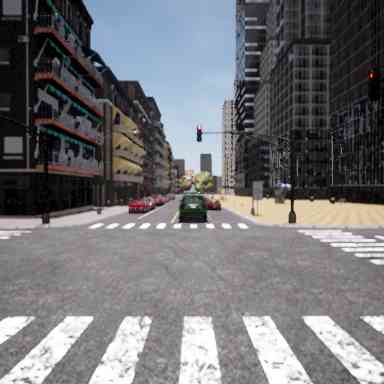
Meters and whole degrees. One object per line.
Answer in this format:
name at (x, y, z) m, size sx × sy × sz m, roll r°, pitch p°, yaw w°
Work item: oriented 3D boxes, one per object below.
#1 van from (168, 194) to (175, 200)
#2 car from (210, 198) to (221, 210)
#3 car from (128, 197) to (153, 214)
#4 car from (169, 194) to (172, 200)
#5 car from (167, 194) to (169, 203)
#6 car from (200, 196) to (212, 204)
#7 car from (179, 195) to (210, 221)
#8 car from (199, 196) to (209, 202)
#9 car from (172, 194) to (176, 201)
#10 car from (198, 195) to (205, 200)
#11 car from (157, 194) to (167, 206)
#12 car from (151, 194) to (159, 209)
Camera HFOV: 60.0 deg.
van at (-5.654, 1.352, 92.166) m, size 1.690 × 1.788 × 3.998 m, roll -1°, pitch 0°, yaw 0°
car at (2.668, 1.541, 41.379) m, size 1.887 × 1.381 × 4.507 m, roll -1°, pitch 0°, yaw 0°
car at (-5.681, 1.541, 35.677) m, size 1.887 × 1.381 × 4.507 m, roll -1°, pitch 0°, yaw 0°
car at (-5.663, 1.585, 69.571) m, size 1.802 × 1.307 × 4.206 m, roll -1°, pitch 0°, yaw 0°
car at (-5.671, 1.440, 58.273) m, size 1.967 × 1.590 × 4.097 m, roll -1°, pitch 0°, yaw 0°
car at (2.681, 1.552, 63.975) m, size 2.008 × 1.369 × 4.403 m, roll -1°, pitch 0°, yaw 0°
car at (0.117, 1.217, 27.103) m, size 2.150 × 2.045 × 5.566 m, roll 0°, pitch 0°, yaw 1°
car at (2.688, 1.549, 75.273) m, size 1.887 × 1.381 × 4.507 m, roll -1°, pitch 0°, yaw 0°
car at (-5.657, 1.323, 86.518) m, size 2.192 × 1.841 × 5.009 m, roll -1°, pitch 0°, yaw 0°
car at (2.696, 1.537, 92.390) m, size 1.752 × 1.417 × 4.829 m, roll -1°, pitch 0°, yaw 0°
car at (-5.676, 1.313, 52.625) m, size 2.192 × 1.841 × 5.009 m, roll -1°, pitch 0°, yaw 0°
car at (-5.680, 1.436, 41.326) m, size 1.967 × 1.590 × 4.097 m, roll -1°, pitch 0°, yaw 0°
